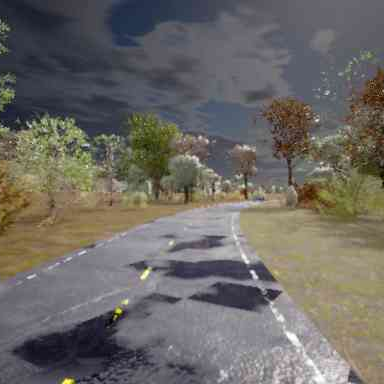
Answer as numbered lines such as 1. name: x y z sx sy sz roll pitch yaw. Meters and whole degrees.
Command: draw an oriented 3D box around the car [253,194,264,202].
1. car: 18.245 1.609 91.010 2.150 2.045 5.566 0 0 25
